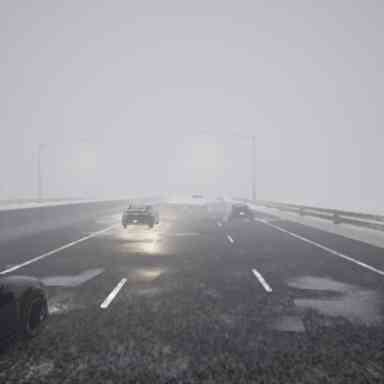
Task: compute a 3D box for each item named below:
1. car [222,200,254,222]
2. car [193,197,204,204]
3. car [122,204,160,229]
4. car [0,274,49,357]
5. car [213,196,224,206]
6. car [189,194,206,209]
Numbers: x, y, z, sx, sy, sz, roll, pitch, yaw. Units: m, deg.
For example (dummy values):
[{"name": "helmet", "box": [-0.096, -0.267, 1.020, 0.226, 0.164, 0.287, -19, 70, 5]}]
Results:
[{"name": "car", "box": [3.759, 1.573, 26.751, 1.994, 1.385, 4.181, 0, 0, 1]}, {"name": "car", "box": [1.255, 1.663, 64.811, 1.994, 1.385, 4.181, 0, 0, 2]}, {"name": "car", "box": [-3.244, 1.490, 21.637, 2.128, 1.511, 4.902, 0, 0, 1]}, {"name": "car", "box": [-3.385, 1.562, 3.866, 1.994, 1.385, 4.181, 0, 0, 0]}, {"name": "car", "box": [4.404, 1.495, 54.774, 2.033, 1.649, 4.856, 0, 0, 2]}, {"name": "car", "box": [0.768, 1.280, 46.944, 2.150, 2.045, 5.566, 0, 0, 2]}]
